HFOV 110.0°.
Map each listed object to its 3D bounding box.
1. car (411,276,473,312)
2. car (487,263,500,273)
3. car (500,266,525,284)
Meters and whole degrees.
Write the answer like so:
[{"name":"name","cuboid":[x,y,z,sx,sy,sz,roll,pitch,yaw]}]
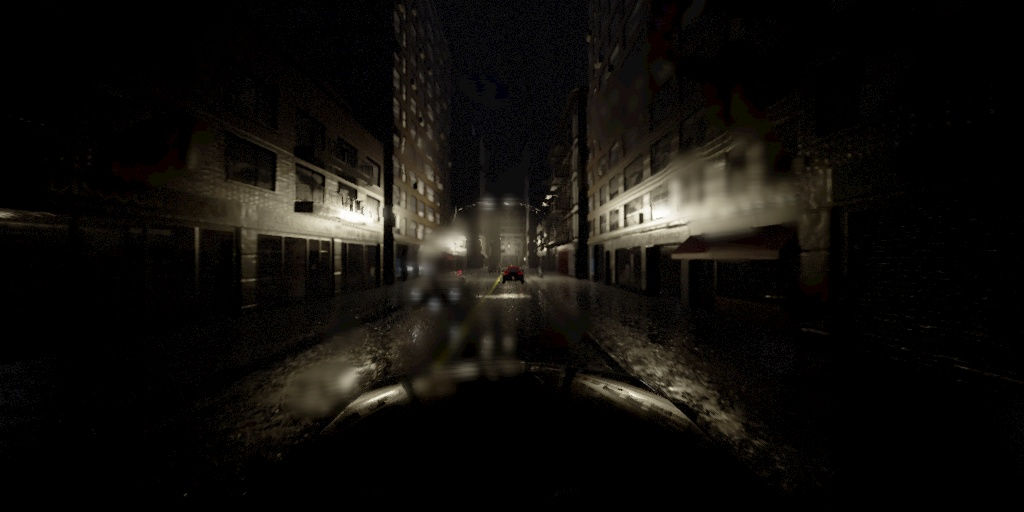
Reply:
[{"name":"car","cuboid":[-2.847,1.527,15.452,1.895,1.301,4.718,0,-1,0]},{"name":"car","cuboid":[-2.811,1.933,56.862,1.837,1.490,4.892,0,-1,0]},{"name":"car","cuboid":[0.104,1.656,32.024,1.812,1.442,4.674,0,-1,0]}]
